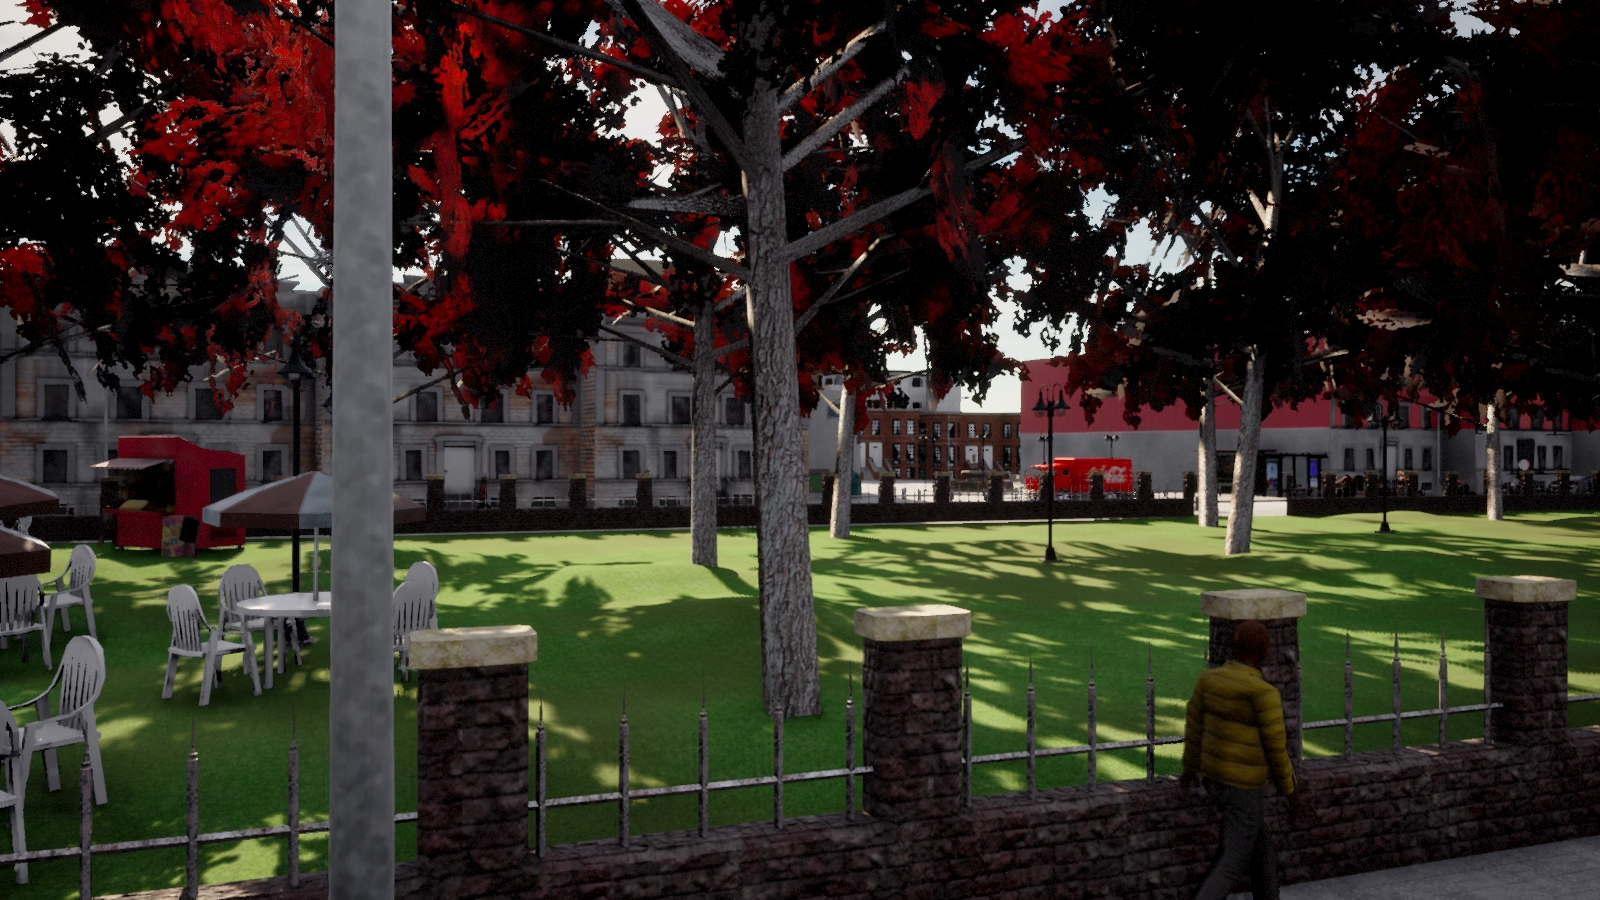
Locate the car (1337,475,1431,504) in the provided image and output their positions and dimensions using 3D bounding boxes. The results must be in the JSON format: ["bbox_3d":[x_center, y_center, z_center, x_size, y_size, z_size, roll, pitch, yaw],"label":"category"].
[{"bbox_3d":[29.993,2.004,58.701,4.181,1.385,1.994,0,0,-20],"label":"car"}]

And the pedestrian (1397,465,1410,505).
[{"bbox_3d":[27.886,1.611,52.819,0.375,1.860,0.375,0,0,-20],"label":"pedestrian"}]

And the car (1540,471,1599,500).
[{"bbox_3d":[44.138,1.950,63.828,4.902,1.511,2.128,0,0,-20],"label":"car"}]

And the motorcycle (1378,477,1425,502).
[{"bbox_3d":[31.147,2.046,59.124,2.356,1.277,0.764,0,0,-20],"label":"motorcycle"}]

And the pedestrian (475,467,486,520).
[{"bbox_3d":[-11.373,1.532,40.706,0.375,1.860,0.375,0,0,-16],"label":"pedestrian"}]

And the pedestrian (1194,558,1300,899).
[{"bbox_3d":[2.405,1.535,6.156,0.375,1.860,0.375,0,0,-20],"label":"pedestrian"}]

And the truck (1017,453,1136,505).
[{"bbox_3d":[13.787,1.411,57.050,5.204,2.467,2.627,0,0,-20],"label":"truck"}]
